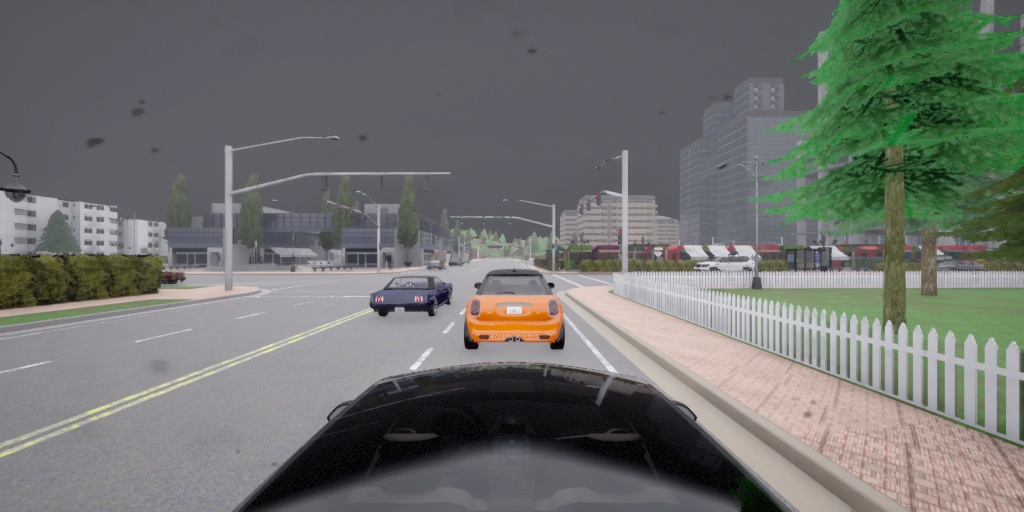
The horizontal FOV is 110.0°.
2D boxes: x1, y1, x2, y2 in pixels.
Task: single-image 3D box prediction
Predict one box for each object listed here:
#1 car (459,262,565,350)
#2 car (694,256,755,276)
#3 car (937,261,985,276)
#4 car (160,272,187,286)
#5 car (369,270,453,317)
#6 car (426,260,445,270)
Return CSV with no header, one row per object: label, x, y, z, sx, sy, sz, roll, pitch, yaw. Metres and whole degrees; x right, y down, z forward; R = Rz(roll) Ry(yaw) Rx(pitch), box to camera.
car,0.064,1.102,9.271,2.097,1.767,4.553,0,0,0
car,21.450,0.971,36.181,5.566,2.045,2.150,0,0,-1
car,45.177,1.243,36.702,4.902,1.511,2.128,0,0,-1
car,-24.341,1.329,23.210,4.718,1.301,1.895,1,-1,-23
car,-3.416,1.351,13.168,1.895,1.301,4.718,0,0,0
car,-10.593,1.275,50.056,1.812,1.442,4.674,0,0,0
